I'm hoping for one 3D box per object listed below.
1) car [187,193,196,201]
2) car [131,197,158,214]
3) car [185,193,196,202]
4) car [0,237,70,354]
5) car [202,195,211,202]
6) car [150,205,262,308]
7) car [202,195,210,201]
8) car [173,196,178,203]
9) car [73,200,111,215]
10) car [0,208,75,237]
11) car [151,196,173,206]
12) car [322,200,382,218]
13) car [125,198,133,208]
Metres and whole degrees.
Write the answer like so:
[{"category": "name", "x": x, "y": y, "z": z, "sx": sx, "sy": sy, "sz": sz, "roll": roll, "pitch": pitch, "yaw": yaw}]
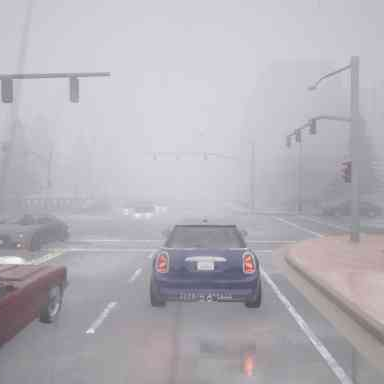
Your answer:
[{"category": "car", "x": -0.058, "y": 1.223, "z": 82.510, "sx": 2.150, "sy": 2.045, "sz": 5.566, "roll": 0, "pitch": 0, "yaw": 2}, {"category": "car", "x": -5.085, "y": 1.564, "z": 36.053, "sx": 1.994, "sy": 1.385, "sz": 4.181, "roll": 0, "pitch": 0, "yaw": -3}, {"category": "car", "x": -0.429, "y": 1.520, "z": 72.779, "sx": 1.812, "sy": 1.442, "sz": 4.674, "roll": 0, "pitch": 0, "yaw": 2}, {"category": "car", "x": -3.305, "y": 1.601, "z": 4.241, "sx": 1.895, "sy": 1.301, "sz": 4.718, "roll": 0, "pitch": 0, "yaw": 2}, {"category": "car", "x": 3.107, "y": 1.549, "z": 73.642, "sx": 1.994, "sy": 1.385, "sz": 4.181, "roll": 0, "pitch": 0, "yaw": 2}, {"category": "car", "x": 0.309, "y": 1.352, "z": 8.114, "sx": 2.097, "sy": 1.767, "sz": 4.553, "roll": 0, "pitch": 0, "yaw": 2}, {"category": "car", "x": 3.439, "y": 1.475, "z": 82.346, "sx": 1.882, "sy": 1.535, "sz": 5.008, "roll": 0, "pitch": 0, "yaw": 2}, {"category": "car", "x": -4.076, "y": 1.477, "z": 69.013, "sx": 1.882, "sy": 1.535, "sz": 5.008, "roll": 0, "pitch": 0, "yaw": 2}, {"category": "car", "x": -10.349, "y": 1.525, "z": 34.774, "sx": 1.812, "sy": 1.442, "sz": 4.674, "roll": 0, "pitch": 0, "yaw": 23}, {"category": "car", "x": -6.694, "y": 1.564, "z": 13.640, "sx": 1.994, "sy": 1.385, "sz": 4.181, "roll": 0, "pitch": 0, "yaw": 2}, {"category": "car", "x": -4.765, "y": 1.491, "z": 53.359, "sx": 2.128, "sy": 1.511, "sz": 4.902, "roll": 0, "pitch": 0, "yaw": 2}, {"category": "car", "x": 14.128, "y": 1.505, "z": 29.533, "sx": 4.892, "sy": 1.490, "sz": 1.837, "roll": 0, "pitch": 0, "yaw": 4}, {"category": "car", "x": -8.454, "y": 1.601, "z": 48.585, "sx": 1.895, "sy": 1.301, "sz": 4.718, "roll": 0, "pitch": 0, "yaw": 2}]
